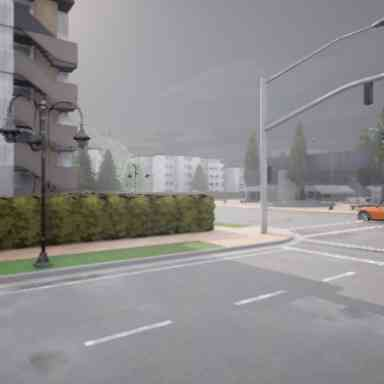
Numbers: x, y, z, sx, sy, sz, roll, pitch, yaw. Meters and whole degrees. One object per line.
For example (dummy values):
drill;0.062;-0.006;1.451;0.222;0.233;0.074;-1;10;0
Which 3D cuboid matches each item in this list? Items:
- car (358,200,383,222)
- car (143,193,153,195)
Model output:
car;14.000;1.315;23.285;2.097;1.767;4.553;0;0;-23
car;-7.994;1.185;59.937;2.150;2.045;5.566;0;0;-2
